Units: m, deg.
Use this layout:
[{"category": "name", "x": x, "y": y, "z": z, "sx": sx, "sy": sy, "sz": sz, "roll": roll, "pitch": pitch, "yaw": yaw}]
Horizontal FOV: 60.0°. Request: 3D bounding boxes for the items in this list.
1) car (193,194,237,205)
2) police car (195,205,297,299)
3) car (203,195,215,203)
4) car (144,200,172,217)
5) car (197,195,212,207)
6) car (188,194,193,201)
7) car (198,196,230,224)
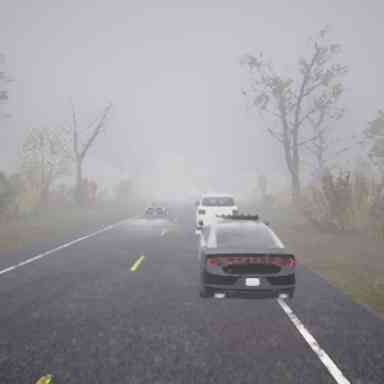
[{"category": "car", "x": 1.331, "y": 1.102, "z": 18.344, "sx": 2.150, "sy": 2.045, "sz": 5.566, "roll": 0, "pitch": 0, "yaw": 2}, {"category": "police car", "x": 1.112, "y": 1.367, "z": 8.472, "sx": 1.930, "sy": 1.638, "sz": 5.238, "roll": 0, "pitch": 0, "yaw": 1}, {"category": "car", "x": 3.252, "y": 1.256, "z": 63.815, "sx": 2.033, "sy": 1.411, "sz": 5.357, "roll": 0, "pitch": 0, "yaw": 6}, {"category": "car", "x": -2.889, "y": 1.416, "z": 29.059, "sx": 1.895, "sy": 1.301, "sz": 4.718, "roll": 0, "pitch": 0, "yaw": 3}, {"category": "car", "x": 1.804, "y": 1.253, "z": 46.365, "sx": 1.837, "sy": 1.490, "sz": 4.892, "roll": 0, "pitch": 0, "yaw": 5}, {"category": "car", "x": 0.377, "y": 1.196, "z": 69.303, "sx": 1.837, "sy": 1.490, "sz": 4.892, "roll": 0, "pitch": 0, "yaw": 6}, {"category": "car", "x": 1.536, "y": 1.193, "z": 24.255, "sx": 2.097, "sy": 1.767, "sz": 4.553, "roll": 0, "pitch": 0, "yaw": 2}]
